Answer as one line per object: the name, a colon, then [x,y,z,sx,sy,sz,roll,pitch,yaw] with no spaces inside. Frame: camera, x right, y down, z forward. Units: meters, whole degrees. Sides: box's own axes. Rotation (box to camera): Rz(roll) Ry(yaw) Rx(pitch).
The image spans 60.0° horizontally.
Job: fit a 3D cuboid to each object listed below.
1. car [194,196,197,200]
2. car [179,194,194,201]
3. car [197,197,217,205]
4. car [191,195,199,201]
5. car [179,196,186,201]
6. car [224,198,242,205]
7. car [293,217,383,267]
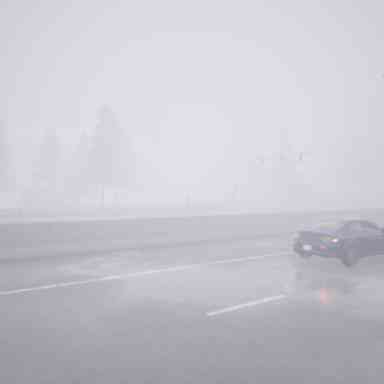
car: [2.904,1.774,77.723,2.033,1.411,5.357,0,0,-16]
car: [-1.147,1.439,79.911,2.150,2.045,5.566,0,0,-12]
car: [3.257,1.706,65.071,1.837,1.490,4.892,0,0,-22]
car: [0.751,1.738,93.085,1.882,1.535,5.008,0,0,-5]
car: [-2.811,1.838,95.414,1.895,1.301,4.718,0,0,-2]
car: [7.829,1.791,63.255,1.994,1.385,4.181,0,0,-24]
car: [5.511,1.595,11.648,4.674,1.442,1.812,1,0,-34]
